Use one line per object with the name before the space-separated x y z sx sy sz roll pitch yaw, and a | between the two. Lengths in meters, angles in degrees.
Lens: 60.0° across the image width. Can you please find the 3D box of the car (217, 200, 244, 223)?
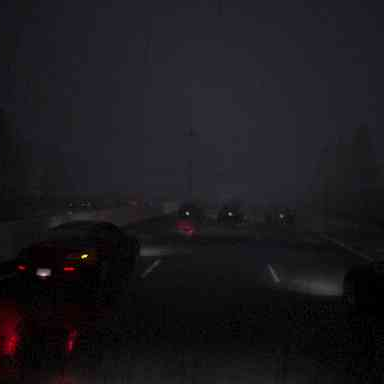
car | 3.074 1.584 26.253 1.994 1.385 4.181 1 0 8

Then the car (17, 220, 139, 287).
car | -2.837 1.505 9.194 1.812 1.442 4.674 0 0 6

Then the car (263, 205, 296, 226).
car | 6.314 1.611 24.280 1.994 1.385 4.181 0 0 8

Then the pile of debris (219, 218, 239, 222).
pile of debris | 3.009 2.198 26.585 1.500 0.140 1.860 0 0 8

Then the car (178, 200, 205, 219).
car | 0.000 1.504 29.434 1.837 1.490 4.892 0 0 8

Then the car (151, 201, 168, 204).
car | -4.513 1.473 47.847 1.837 1.490 4.892 0 0 9

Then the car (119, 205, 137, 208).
car | -8.576 1.289 44.371 2.097 1.767 4.553 0 0 9

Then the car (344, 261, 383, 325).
car | 3.787 1.554 4.618 1.812 1.442 4.674 0 0 3

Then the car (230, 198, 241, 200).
car | 5.806 1.534 44.706 2.128 1.511 4.902 0 0 8
